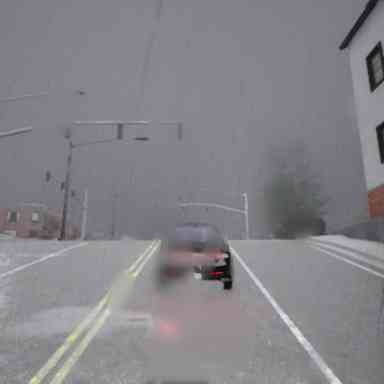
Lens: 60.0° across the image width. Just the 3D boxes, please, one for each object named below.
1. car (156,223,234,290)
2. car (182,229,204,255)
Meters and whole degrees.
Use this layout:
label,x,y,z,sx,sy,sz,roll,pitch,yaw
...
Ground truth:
label,x,y,z,sx,sy,sz,roll,pitch,yaw
car,0.086,1.650,9.584,2.128,1.511,4.902,1,-1,0
car,0.097,5.233,34.205,2.150,2.045,5.566,0,-14,0
